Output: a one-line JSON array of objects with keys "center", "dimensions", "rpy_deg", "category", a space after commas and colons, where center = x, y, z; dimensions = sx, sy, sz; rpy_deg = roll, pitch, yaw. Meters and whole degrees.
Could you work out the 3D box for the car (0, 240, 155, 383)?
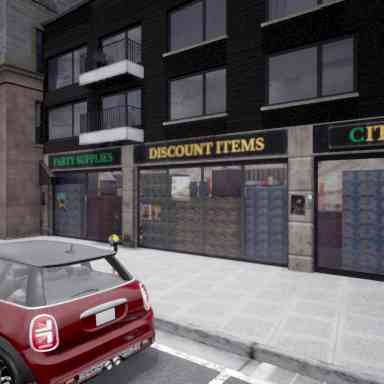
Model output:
[{"center": [-2.559, 1.440, 4.905], "dimensions": [4.097, 1.590, 1.967], "rpy_deg": [0, 0, 36], "category": "car"}]
